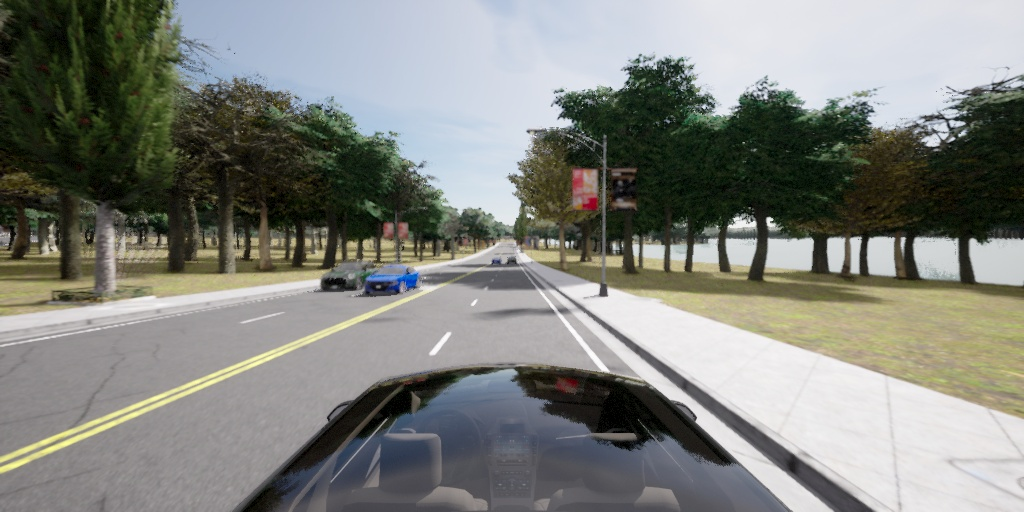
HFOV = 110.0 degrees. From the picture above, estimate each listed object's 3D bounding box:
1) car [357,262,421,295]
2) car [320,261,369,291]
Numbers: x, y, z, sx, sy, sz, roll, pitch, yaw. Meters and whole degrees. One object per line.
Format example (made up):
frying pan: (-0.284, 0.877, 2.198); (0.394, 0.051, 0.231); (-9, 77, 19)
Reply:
car: (-6.579, 1.261, 20.225); (1.882, 1.535, 5.008); (0, 0, 0)
car: (-9.817, 1.137, 22.127); (2.097, 1.767, 4.553); (0, 0, 0)
